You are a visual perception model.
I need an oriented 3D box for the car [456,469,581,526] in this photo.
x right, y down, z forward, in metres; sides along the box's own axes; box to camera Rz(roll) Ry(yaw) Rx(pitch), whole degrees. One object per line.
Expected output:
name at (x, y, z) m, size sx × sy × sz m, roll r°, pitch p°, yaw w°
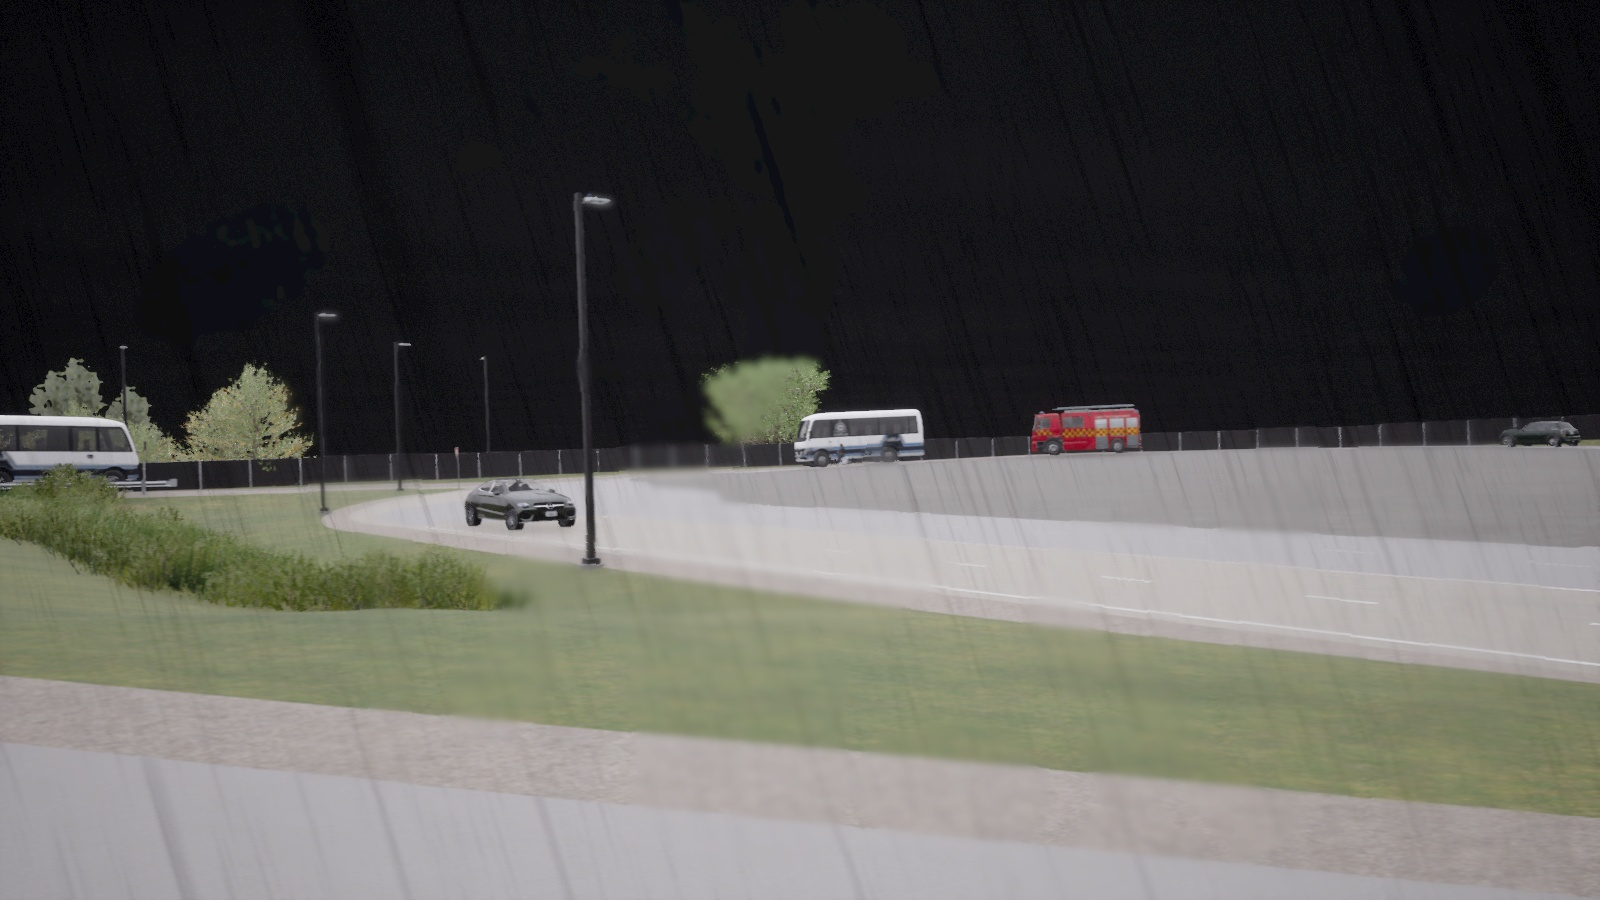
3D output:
car at (-9.534, 1.538, 42.204) m, size 2.152 × 1.651 × 5.027 m, roll -1°, pitch 1°, yaw -37°

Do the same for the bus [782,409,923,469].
bus at (4.096, -0.862, 99.328) m, size 10.273 × 4.253 × 3.944 m, roll -2°, pitch 0°, yaw -15°

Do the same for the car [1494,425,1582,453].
car at (48.559, -0.708, 82.707) m, size 2.097 × 1.767 × 4.553 m, roll -2°, pitch 1°, yaw -28°

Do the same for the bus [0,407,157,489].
bus at (-41.291, -0.015, 68.557) m, size 3.944 × 4.253 × 10.273 m, roll -2°, pitch -2°, yaw 41°
